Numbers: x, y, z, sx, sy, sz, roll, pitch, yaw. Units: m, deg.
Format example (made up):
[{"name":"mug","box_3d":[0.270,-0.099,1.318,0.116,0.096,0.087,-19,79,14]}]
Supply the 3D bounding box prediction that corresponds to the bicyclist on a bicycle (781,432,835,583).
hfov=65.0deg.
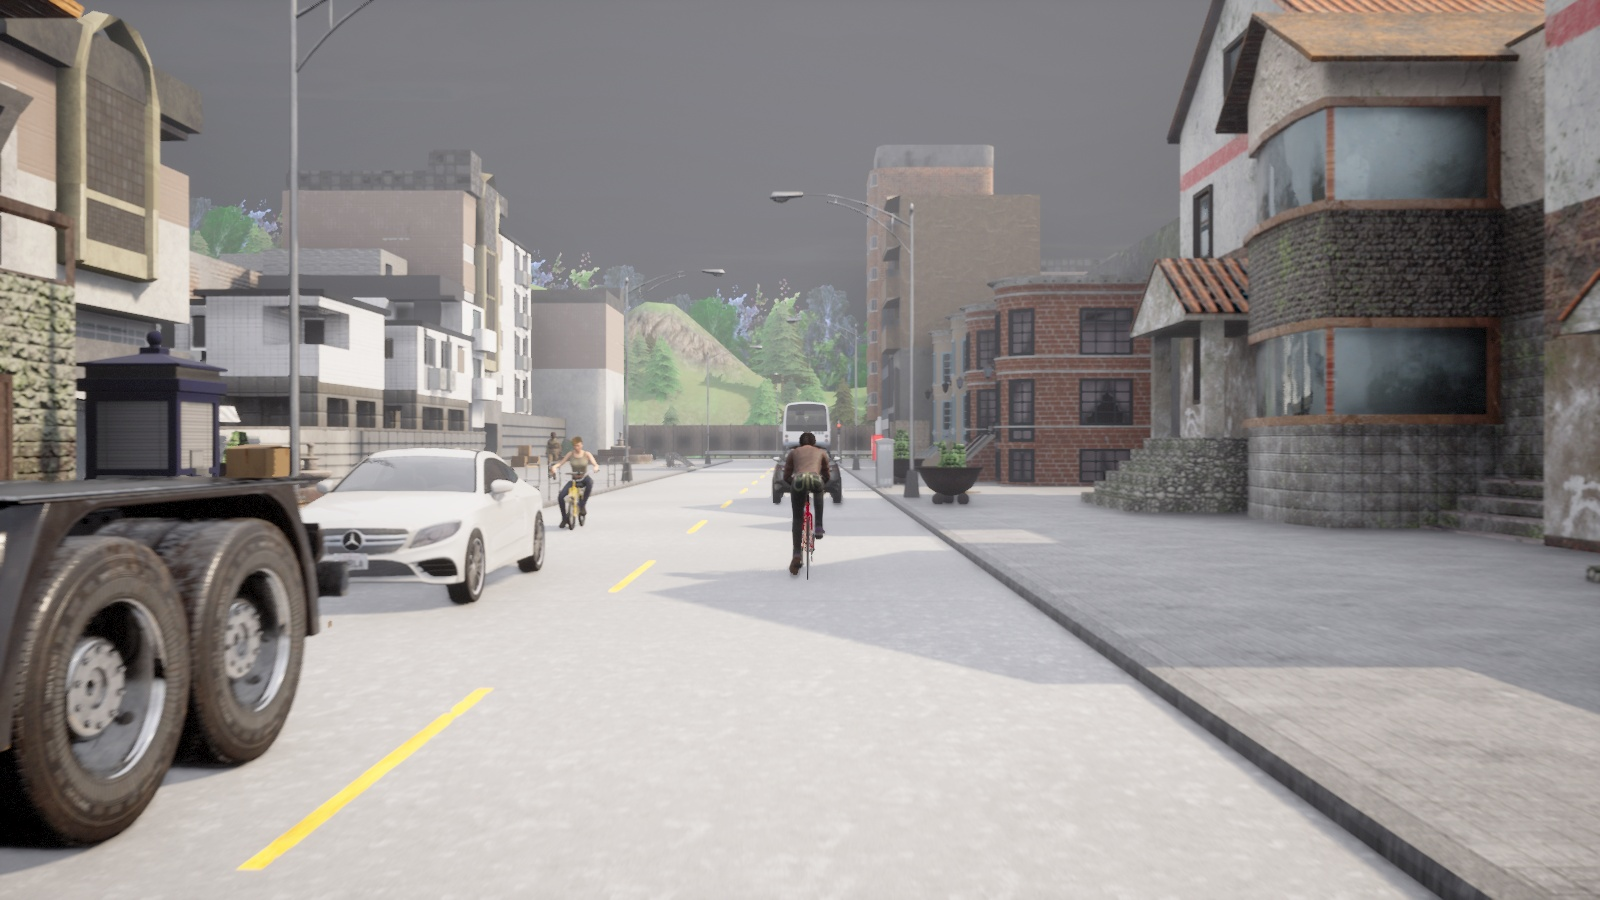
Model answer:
[{"name":"bicyclist on a bicycle","box_3d":[0.088,0.619,14.294,0.582,1.620,1.656,0,0,0]}]

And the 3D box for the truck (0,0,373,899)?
[{"name":"truck","box_3d":[-3.956,-0.256,3.174,2.891,3.462,7.936,0,0,1]}]

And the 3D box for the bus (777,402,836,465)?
[{"name":"bus","box_3d":[0.479,-1.133,89.415,3.944,4.253,10.273,0,0,0]}]

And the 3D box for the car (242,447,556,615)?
[{"name":"car","box_3d":[-3.917,0.695,13.190,1.812,1.442,4.674,0,0,0]}]

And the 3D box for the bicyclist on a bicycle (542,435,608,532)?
[{"name":"bicyclist on a bicycle","box_3d":[-3.874,0.558,21.710,0.866,1.612,1.509,0,0,0]}]

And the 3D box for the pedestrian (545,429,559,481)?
[{"name":"pedestrian","box_3d":[-9.170,0.187,46.430,0.396,1.930,0.692,0,0,-1]}]

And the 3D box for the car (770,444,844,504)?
[{"name":"car","box_3d":[0.183,0.576,32.699,1.816,1.474,4.193,0,0,0]}]
